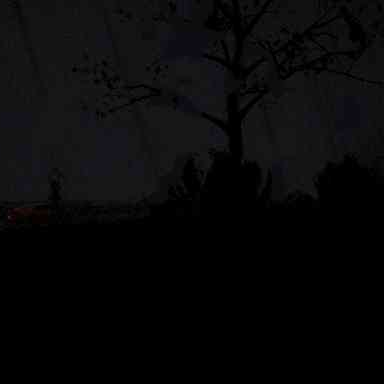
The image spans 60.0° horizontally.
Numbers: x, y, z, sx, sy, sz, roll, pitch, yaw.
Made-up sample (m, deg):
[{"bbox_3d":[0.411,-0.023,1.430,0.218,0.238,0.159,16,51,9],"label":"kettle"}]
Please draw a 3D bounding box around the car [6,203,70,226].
[{"bbox_3d":[-10.856,1.553,24.463,1.882,1.535,5.008,0,0,35],"label":"car"}]
